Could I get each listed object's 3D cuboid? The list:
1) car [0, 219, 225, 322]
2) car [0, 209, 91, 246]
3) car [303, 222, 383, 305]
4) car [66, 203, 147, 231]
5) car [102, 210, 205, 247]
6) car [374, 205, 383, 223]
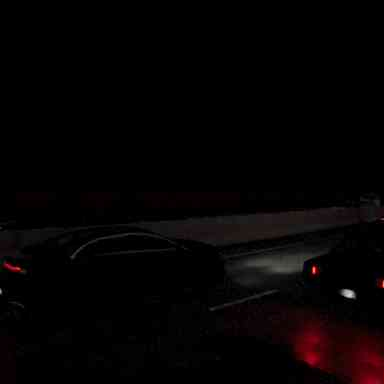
[{"bbox_3d":[-1.422,1.512,7.312,4.902,1.511,2.128,0,0,-37],"label":"car"},{"bbox_3d":[-7.337,1.613,16.210,4.181,1.385,1.994,0,0,-38],"label":"car"},{"bbox_3d":[4.628,1.615,7.666,4.718,1.301,1.895,0,0,-40],"label":"car"},{"bbox_3d":[-5.597,1.566,22.167,4.892,1.490,1.837,0,0,-41],"label":"car"},{"bbox_3d":[-1.756,1.643,16.228,4.718,1.301,1.895,0,0,-41],"label":"car"},{"bbox_3d":[12.927,1.581,19.829,5.357,1.411,2.033,0,0,-43],"label":"car"}]
